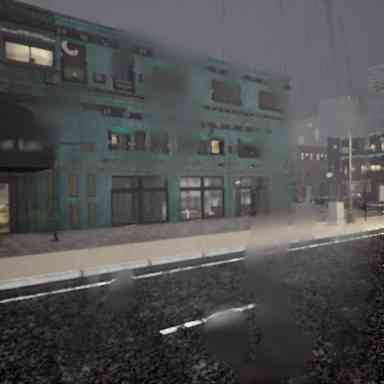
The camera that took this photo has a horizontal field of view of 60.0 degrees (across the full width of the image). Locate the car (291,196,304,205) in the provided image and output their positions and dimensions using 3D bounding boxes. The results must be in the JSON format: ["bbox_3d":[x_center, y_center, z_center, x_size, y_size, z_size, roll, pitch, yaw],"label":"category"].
[{"bbox_3d":[15.777,1.297,52.291,1.802,1.307,4.206,-2,1,-35],"label":"car"}]

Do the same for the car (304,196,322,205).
[{"bbox_3d":[18.978,1.204,47.774,2.008,1.369,4.403,-2,1,-35],"label":"car"}]

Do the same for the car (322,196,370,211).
[{"bbox_3d":[16.871,1.328,36.051,1.947,1.339,4.313,-2,1,-35],"label":"car"}]
